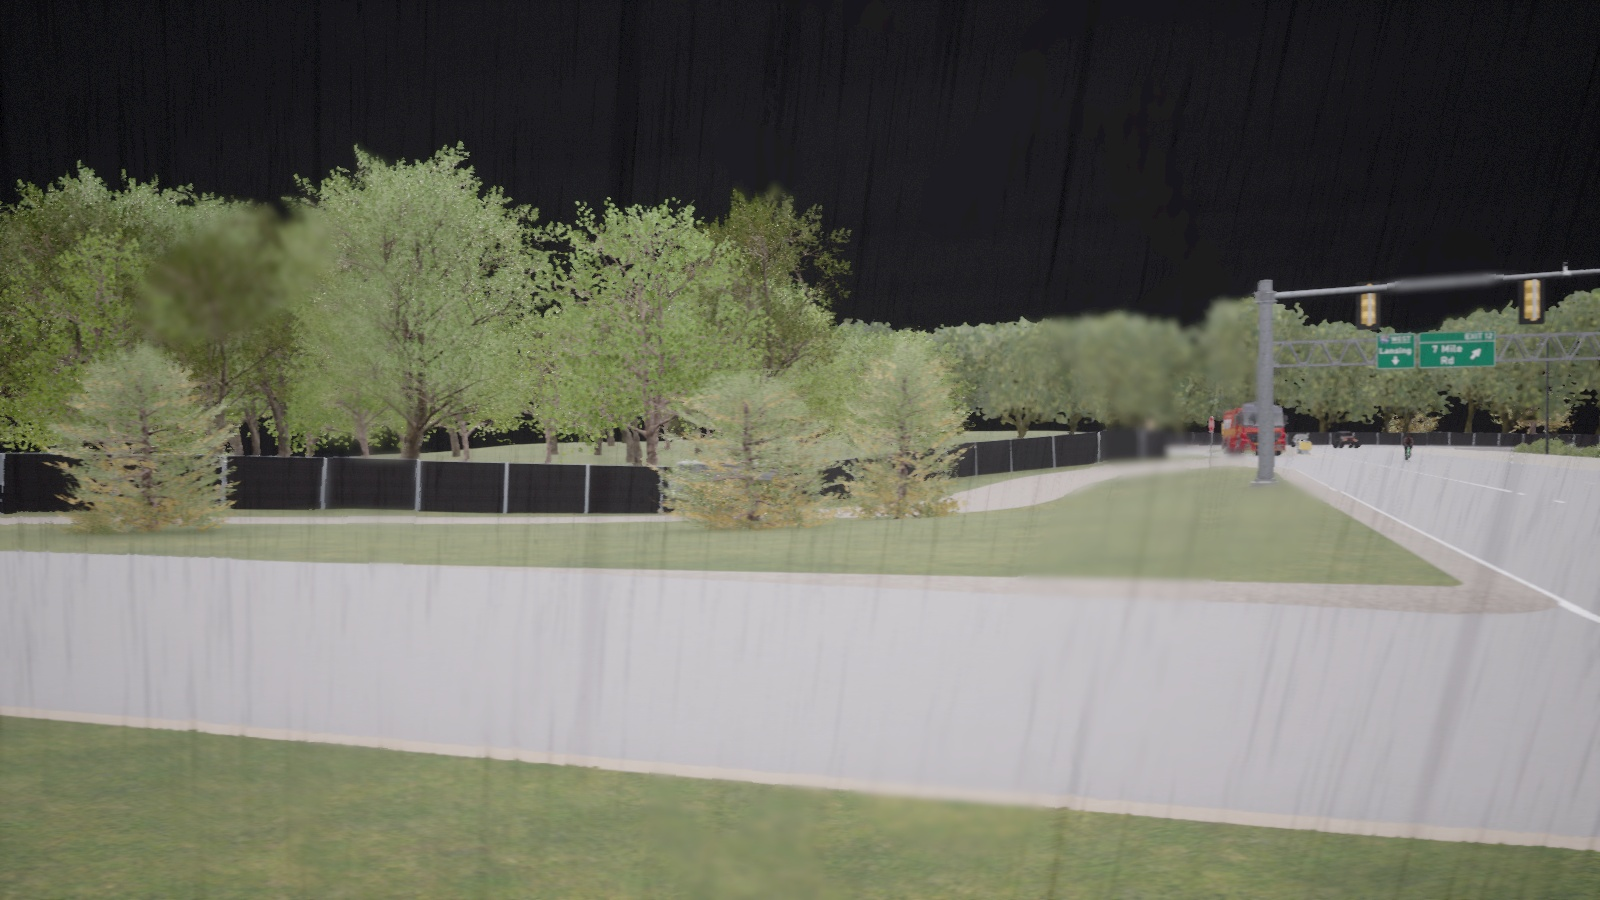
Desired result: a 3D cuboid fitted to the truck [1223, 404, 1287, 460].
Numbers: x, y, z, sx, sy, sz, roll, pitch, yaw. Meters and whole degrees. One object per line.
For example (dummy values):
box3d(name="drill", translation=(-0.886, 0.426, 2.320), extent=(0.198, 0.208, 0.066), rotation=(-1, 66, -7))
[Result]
box3d(name="truck", translation=(32.627, -1.223, 90.356), extent=(2.891, 3.827, 8.468), rotation=(0, 0, 10))
